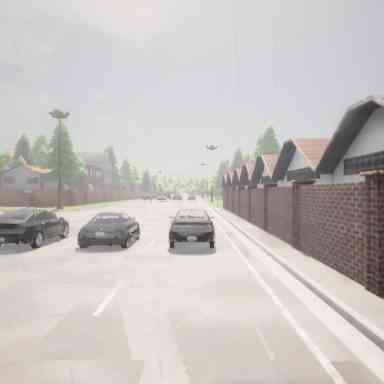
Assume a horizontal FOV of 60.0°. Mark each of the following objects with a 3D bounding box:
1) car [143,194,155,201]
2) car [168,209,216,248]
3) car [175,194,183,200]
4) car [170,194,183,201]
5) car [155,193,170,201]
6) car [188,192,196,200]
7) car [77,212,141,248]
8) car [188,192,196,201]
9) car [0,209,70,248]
[{"bbox_3d":[-10.500,1.359,78.842,1.882,1.535,5.008,0,0,0],"label":"car"},{"bbox_3d":[0.000,1.492,14.650,2.128,1.511,4.902,0,0,0],"label":"car"},{"bbox_3d":[-3.500,1.386,92.592,2.033,1.411,5.357,0,0,0],"label":"car"},{"bbox_3d":[-3.500,1.237,78.812,2.097,1.767,4.553,0,0,0],"label":"car"},{"bbox_3d":[-7.000,1.490,79.191,1.895,1.301,4.718,0,0,0],"label":"car"},{"bbox_3d":[0.000,1.138,93.453,2.150,2.045,5.566,0,0,0],"label":"car"},{"bbox_3d":[-3.500,1.569,14.650,1.994,1.385,4.181,0,0,0],"label":"car"},{"bbox_3d":[0.000,1.358,78.809,1.882,1.535,5.008,0,0,0],"label":"car"},{"bbox_3d":[-7.000,1.513,14.650,1.837,1.490,4.892,0,0,0],"label":"car"}]
